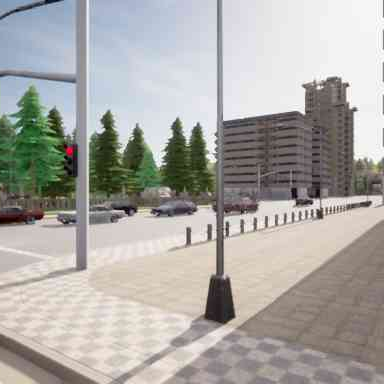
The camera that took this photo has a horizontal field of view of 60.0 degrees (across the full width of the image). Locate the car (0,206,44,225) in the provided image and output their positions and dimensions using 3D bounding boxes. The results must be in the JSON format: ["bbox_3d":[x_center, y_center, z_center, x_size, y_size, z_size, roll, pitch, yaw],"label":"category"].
[{"bbox_3d":[-12.580,1.595,22.230,1.895,1.301,4.718,0,0,37],"label":"car"}]

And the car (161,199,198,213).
[{"bbox_3d":[-1.356,1.558,37.924,1.994,1.385,4.181,0,0,35],"label":"car"}]

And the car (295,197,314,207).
[{"bbox_3d":[17.750,1.501,52.363,1.837,1.490,4.892,0,0,35],"label":"car"}]

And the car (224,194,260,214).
[{"bbox_3d":[5.380,1.348,34.974,2.097,1.767,4.553,0,0,35],"label":"car"}]

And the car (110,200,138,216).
[{"bbox_3d":[-7.099,1.472,29.852,1.882,1.535,5.008,0,0,36],"label":"car"}]

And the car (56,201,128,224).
[{"bbox_3d":[-7.156,1.596,23.734,1.895,1.301,4.718,0,0,35],"label":"car"}]

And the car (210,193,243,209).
[{"bbox_3d":[4.891,1.216,46.629,2.150,2.045,5.566,0,0,36],"label":"car"}]

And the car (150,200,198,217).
[{"bbox_3d":[-1.558,1.543,31.595,2.033,1.411,5.357,0,0,36],"label":"car"}]

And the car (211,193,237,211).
[{"bbox_3d":[4.246,1.347,39.734,2.097,1.767,4.553,0,0,36],"label":"car"}]
